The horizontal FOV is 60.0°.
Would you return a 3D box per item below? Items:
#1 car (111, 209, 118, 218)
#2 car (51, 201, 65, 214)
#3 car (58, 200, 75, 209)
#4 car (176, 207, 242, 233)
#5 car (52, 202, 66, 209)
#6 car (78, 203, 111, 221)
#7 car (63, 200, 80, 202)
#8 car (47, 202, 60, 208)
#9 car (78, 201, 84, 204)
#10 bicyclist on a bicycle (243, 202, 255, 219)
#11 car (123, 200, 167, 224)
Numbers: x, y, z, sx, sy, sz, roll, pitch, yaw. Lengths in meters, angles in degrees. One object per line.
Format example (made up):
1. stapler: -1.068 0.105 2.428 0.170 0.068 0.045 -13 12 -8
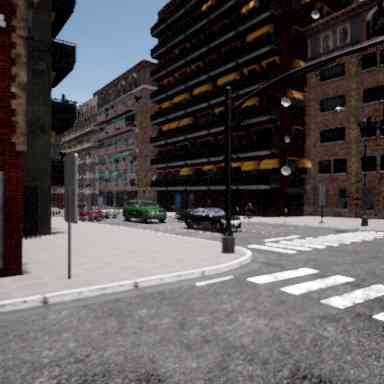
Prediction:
1. car: -10.294 2.325 38.858 1.895 1.301 4.718 0 -1 -36
2. car: -20.449 2.490 48.391 1.752 1.417 4.829 -1 0 -36
3. car: -27.148 2.700 71.815 2.192 1.841 5.009 -1 0 -36
4. car: 1.329 1.857 22.835 2.128 1.511 4.902 0 -1 -36
5. car: -30.470 3.050 76.395 1.947 1.339 4.313 -1 0 -36
6. car: -10.563 2.208 34.783 1.887 1.381 4.507 -1 0 -36
7. car: -23.819 2.601 67.231 2.192 1.841 5.009 -1 0 -36
8. car: -33.799 3.126 80.978 1.887 1.381 4.507 -1 0 -36
9. car: -17.136 2.543 53.741 1.812 1.442 4.674 0 -1 -36
10. bicyclist on a bicycle: 5.501 1.771 31.944 1.656 1.620 0.582 0 -1 -36
11. car: -4.469 1.767 30.823 2.150 2.045 5.566 0 -1 -36
